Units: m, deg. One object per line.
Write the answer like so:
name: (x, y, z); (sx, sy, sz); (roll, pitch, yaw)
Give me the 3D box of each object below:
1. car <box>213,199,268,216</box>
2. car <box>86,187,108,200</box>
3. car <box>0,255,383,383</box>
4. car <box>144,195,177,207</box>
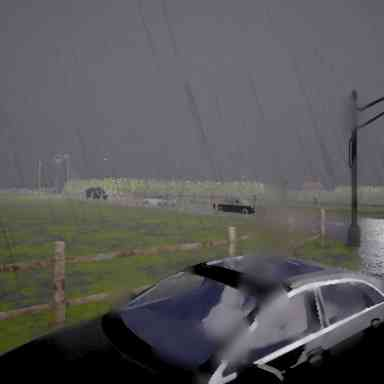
car: (3.883, 1.228, 27.188); (1.895, 1.301, 4.718); (0, 1, -35)
car: (-15.679, 0.246, 54.767); (2.150, 2.045, 5.566); (0, 1, -35)
car: (0.473, 1.490, 3.286); (4.902, 1.511, 2.128); (0, 0, -36)
car: (-3.574, 0.995, 37.648); (1.895, 1.301, 4.718); (0, 1, -35)
